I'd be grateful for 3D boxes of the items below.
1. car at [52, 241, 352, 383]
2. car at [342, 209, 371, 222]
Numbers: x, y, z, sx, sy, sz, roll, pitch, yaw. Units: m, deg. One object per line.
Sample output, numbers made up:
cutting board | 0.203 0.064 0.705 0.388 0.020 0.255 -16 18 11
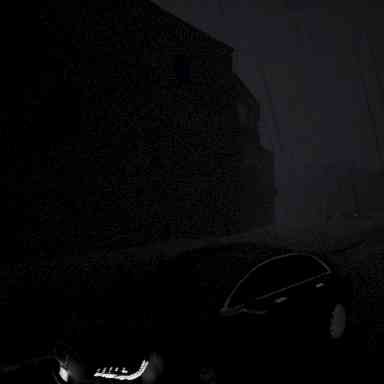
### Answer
car | 0.585 1.555 4.839 4.892 1.490 1.837 1 -1 -41
car | 20.986 2.904 42.614 2.097 1.767 4.553 -1 -3 5
